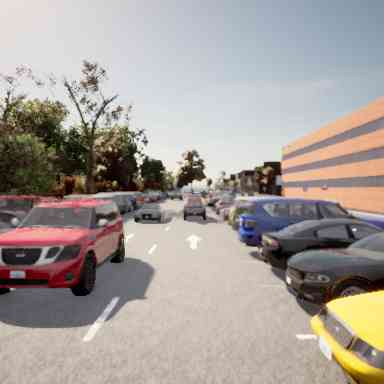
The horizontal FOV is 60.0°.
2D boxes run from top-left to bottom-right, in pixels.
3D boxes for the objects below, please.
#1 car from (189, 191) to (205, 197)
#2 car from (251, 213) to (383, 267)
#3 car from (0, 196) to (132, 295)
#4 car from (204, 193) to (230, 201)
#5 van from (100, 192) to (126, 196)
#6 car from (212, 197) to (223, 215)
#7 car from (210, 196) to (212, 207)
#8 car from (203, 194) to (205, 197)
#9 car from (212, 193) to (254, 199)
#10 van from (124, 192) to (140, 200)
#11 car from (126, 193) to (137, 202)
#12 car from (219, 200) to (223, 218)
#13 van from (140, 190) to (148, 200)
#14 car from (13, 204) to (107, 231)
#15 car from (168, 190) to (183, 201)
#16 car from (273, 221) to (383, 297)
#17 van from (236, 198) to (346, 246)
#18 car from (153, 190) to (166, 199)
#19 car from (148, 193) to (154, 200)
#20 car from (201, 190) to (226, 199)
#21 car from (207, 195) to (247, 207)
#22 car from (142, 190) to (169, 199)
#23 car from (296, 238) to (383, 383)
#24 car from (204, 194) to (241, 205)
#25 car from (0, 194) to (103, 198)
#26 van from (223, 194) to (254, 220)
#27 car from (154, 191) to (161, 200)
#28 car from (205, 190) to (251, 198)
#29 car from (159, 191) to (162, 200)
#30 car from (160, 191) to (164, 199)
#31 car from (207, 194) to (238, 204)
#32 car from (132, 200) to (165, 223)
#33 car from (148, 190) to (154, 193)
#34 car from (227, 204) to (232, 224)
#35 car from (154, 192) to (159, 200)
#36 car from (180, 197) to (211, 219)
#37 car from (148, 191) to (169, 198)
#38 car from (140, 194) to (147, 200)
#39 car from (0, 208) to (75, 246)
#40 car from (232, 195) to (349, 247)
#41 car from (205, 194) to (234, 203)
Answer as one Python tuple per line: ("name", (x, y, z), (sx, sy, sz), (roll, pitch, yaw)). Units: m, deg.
("car", (0.314, 1.060, 45.517), (2.097, 1.767, 4.553), (0, 1, 0))
("car", (4.448, 1.512, 9.524), (5.008, 1.535, 2.097), (0, 0, 0))
("car", (-3.313, 1.242, 9.118), (2.150, 2.045, 5.566), (0, 0, 0))
("car", (4.723, 0.968, 63.230), (4.674, 1.452, 2.002), (0, 1, 0))
("van", (-7.916, 1.237, 26.503), (4.442, 1.987, 1.878), (0, 1, 0))
("car", (4.557, 1.439, 29.325), (5.008, 1.535, 2.097), (0, 1, 0))
("car", (4.577, 1.394, 34.976), (4.674, 1.452, 2.002), (0, 1, 0))
("car", (4.422, 1.266, 40.627), (5.366, 1.575, 1.946), (0, 1, 0))
("car", (4.534, 1.271, 32.149), (4.553, 1.767, 2.185), (0, 1, 0))
("van", (-8.108, 1.110, 34.975), (4.442, 1.987, 1.878), (0, 1, 0))
("car", (-7.975, 1.254, 32.029), (4.553, 1.767, 2.185), (0, 1, 0))
("car", (4.520, 1.560, 23.666), (4.674, 1.452, 2.002), (0, 1, 0))
("van", (-8.076, 1.024, 40.624), (4.442, 1.987, 1.878), (0, 1, 0))
("car", (-8.061, 1.517, 20.727), (5.008, 1.535, 2.097), (0, 0, 0))
("car", (-2.946, 0.630, 65.054), (2.150, 2.045, 5.566), (0, 1, 1))
("car", (4.444, 1.504, 6.700), (5.008, 1.535, 2.097), (0, 0, 0))
("van", (4.365, 1.300, 15.177), (4.442, 1.987, 1.878), (0, 0, 0))
("car", (-7.857, 0.952, 60.388), (5.008, 1.535, 2.097), (0, 1, 0))
("car", (-7.952, 1.209, 43.324), (5.008, 1.535, 2.097), (0, 1, 0))
("car", (4.805, 0.497, 74.527), (5.566, 2.045, 2.435), (0, 1, 0))
("car", (4.821, 1.181, 46.276), (5.366, 1.575, 1.946), (0, 1, 0))
("car", (-7.783, 0.527, 71.553), (5.566, 2.045, 2.435), (0, 1, 0))
("car", (4.240, 1.494, 3.874), (5.366, 1.575, 1.946), (0, 0, 0))
("car", (4.464, 1.138, 49.104), (5.366, 1.575, 1.946), (0, 1, 0))
("car", (-8.053, 1.262, 17.892), (5.566, 2.045, 2.435), (0, 0, 0))
("van", (4.392, 1.311, 20.708), (4.442, 1.987, 1.878), (0, 0, 0))
("car", (-7.910, 1.082, 51.793), (5.008, 1.535, 2.097), (0, 1, 0))
("car", (4.566, 1.060, 37.797), (5.566, 2.045, 2.435), (0, 1, 0))
("car", (-7.920, 1.067, 54.741), (4.792, 1.488, 2.163), (0, 1, 0))
("car", (-7.872, 0.995, 57.564), (5.008, 1.535, 2.097), (0, 1, 0))
("car", (4.666, 1.139, 51.928), (4.674, 1.452, 2.002), (0, 1, 0))
("car", (-3.194, 1.568, 25.576), (1.994, 1.385, 4.181), (0, 1, 1))
("car", (-7.964, 1.041, 46.145), (4.553, 1.767, 2.185), (0, 1, 0))
("car", (4.492, 1.574, 18.001), (4.674, 1.452, 2.002), (0, 0, 0))
("car", (-7.914, 1.124, 48.970), (5.008, 1.535, 2.097), (0, 1, 0))
("car", (0.231, 1.457, 28.508), (2.128, 1.511, 4.902), (0, 1, 0))
("car", (-7.720, 0.550, 77.334), (4.553, 1.767, 2.185), (0, 0, 0))
("car", (-7.982, 1.294, 37.802), (4.892, 1.521, 2.231), (0, 1, 0))
("car", (-8.067, 1.536, 15.068), (4.792, 1.488, 2.163), (0, 0, 0))
("car", (4.496, 1.268, 12.351), (5.566, 2.045, 2.435), (0, 0, 0))
("car", (4.721, 1.043, 57.579), (4.792, 1.488, 2.163), (0, 1, 0))
